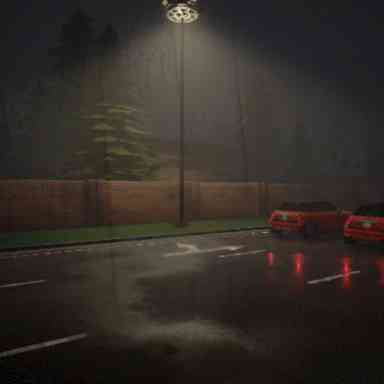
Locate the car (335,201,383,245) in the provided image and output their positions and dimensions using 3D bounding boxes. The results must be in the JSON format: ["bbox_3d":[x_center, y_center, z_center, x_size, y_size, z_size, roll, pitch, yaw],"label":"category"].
[{"bbox_3d":[8.156,1.207,13.260,4.553,1.767,2.097,0,1,-33],"label":"car"}]

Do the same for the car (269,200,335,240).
[{"bbox_3d":[5.914,1.163,15.981,4.553,1.767,2.097,0,1,-33],"label":"car"}]
